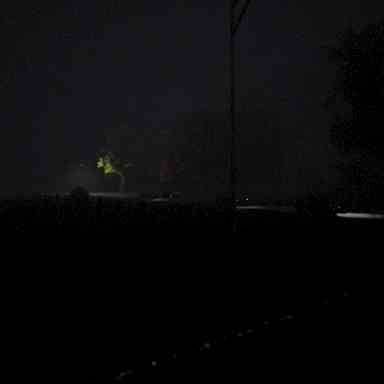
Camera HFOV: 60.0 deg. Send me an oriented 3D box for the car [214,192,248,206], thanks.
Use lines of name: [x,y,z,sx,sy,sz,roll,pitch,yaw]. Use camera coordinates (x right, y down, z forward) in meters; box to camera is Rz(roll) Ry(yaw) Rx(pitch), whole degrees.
car: [4.321,0.771,37.911,1.812,1.442,4.674,-1,1,-33]

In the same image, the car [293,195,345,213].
car: [10.672,0.997,28.206,1.994,1.385,4.181,-1,1,-33]

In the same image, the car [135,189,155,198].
car: [-8.939,0.235,63.392,1.837,1.490,4.892,-1,2,-33]

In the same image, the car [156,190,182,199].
car: [-3.528,0.384,55.216,2.128,1.511,4.902,-1,2,-33]

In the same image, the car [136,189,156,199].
car: [-7.282,0.440,55.805,2.033,1.411,5.357,-1,1,-33]

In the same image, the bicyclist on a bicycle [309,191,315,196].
bicyclist on a bicycle: [12.853,0.717,35.783,1.656,1.620,0.582,-1,1,-33]
